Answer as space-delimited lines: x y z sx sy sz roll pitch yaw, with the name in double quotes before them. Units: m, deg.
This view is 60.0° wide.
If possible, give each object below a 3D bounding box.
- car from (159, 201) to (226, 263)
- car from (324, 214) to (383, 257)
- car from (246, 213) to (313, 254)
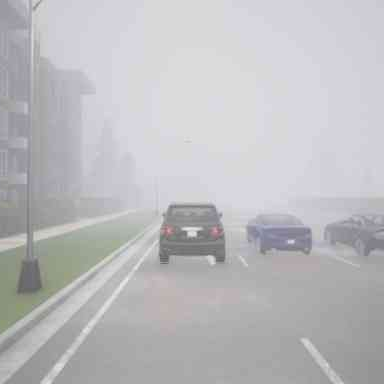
"car" 0.013 1.353 12.582 2.150 2.045 5.566 0 0 0
"car" 7.023 1.631 13.504 2.128 1.511 4.902 0 0 0
"car" 3.531 1.623 14.242 1.882 1.535 5.008 0 0 1
